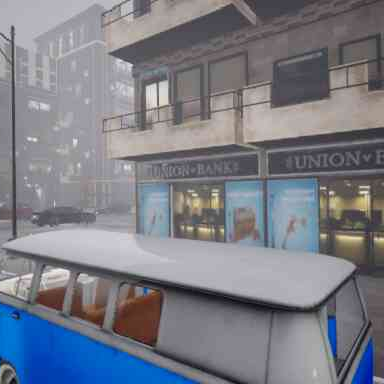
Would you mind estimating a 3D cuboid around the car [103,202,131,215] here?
[{"bbox_3d":[-8.612,1.798,36.407,1.947,1.339,4.313,-2,-1,36],"label":"car"}]

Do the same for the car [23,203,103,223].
[{"bbox_3d":[-8.542,1.583,22.356,1.947,1.339,4.313,-2,-1,36],"label":"car"}]

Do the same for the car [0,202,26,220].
[{"bbox_3d":[-15.293,1.608,27.325,1.967,1.590,4.097,-2,-1,36],"label":"car"}]

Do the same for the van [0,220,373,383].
[{"bbox_3d":[-0.450,1.342,3.182,3.998,1.788,1.690,0,-1,36],"label":"van"}]
